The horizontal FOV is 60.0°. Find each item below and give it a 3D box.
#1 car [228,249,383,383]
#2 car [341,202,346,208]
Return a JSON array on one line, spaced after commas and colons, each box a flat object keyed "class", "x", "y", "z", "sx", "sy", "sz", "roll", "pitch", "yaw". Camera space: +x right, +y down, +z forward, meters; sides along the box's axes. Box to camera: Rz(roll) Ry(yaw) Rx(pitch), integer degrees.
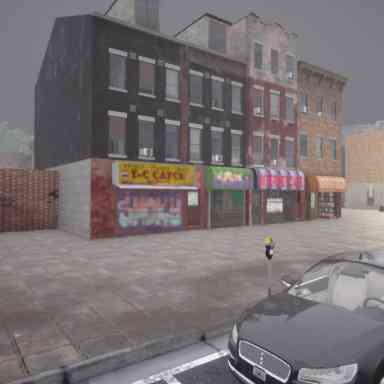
[{"class": "car", "x": 2.444, "y": 1.553, "z": 4.541, "sx": 4.403, "sy": 1.369, "sz": 2.008, "roll": 0, "pitch": 0, "yaw": -35}, {"class": "car", "x": 16.807, "y": 1.476, "z": 42.168, "sx": 1.895, "sy": 1.301, "sz": 4.718, "roll": 0, "pitch": 0, "yaw": -36}]
